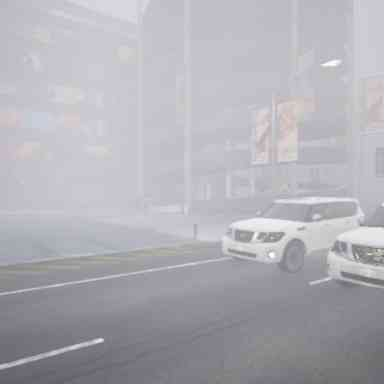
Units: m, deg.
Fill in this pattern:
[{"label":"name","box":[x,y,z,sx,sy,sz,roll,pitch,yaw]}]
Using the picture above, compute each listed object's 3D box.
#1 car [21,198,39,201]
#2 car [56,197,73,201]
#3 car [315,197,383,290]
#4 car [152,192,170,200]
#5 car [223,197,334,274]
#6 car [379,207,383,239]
[{"label":"car","box":[-20.268,1.328,41.681,2.002,1.452,4.674,0,0,-36]},{"label":"car","box":[-21.136,1.461,55.611,1.895,1.301,4.718,0,0,-36]},{"label":"car","box":[5.639,1.203,8.063,5.566,2.045,2.150,0,0,-36]},{"label":"car","box":[-6.657,0.986,67.153,2.435,2.045,5.566,0,0,-36]},{"label":"car","box":[3.590,1.205,10.901,5.566,2.045,2.150,0,0,-36]},{"label":"car","box":[11.452,1.467,16.685,4.892,1.490,1.837,0,0,-37]}]
